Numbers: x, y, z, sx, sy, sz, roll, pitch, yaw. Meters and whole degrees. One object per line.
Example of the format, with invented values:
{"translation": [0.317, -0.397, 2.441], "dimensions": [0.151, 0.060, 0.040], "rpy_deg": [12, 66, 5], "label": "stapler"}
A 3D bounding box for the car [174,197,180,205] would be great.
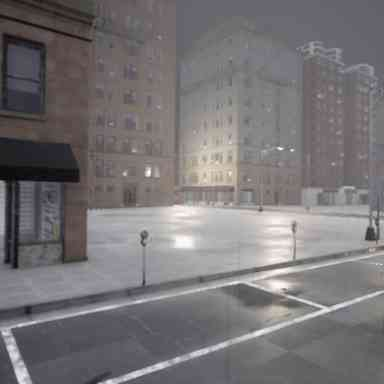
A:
{"translation": [-4.139, 1.708, 64.952], "dimensions": [1.812, 1.442, 4.674], "rpy_deg": [1, 0, -36], "label": "car"}
